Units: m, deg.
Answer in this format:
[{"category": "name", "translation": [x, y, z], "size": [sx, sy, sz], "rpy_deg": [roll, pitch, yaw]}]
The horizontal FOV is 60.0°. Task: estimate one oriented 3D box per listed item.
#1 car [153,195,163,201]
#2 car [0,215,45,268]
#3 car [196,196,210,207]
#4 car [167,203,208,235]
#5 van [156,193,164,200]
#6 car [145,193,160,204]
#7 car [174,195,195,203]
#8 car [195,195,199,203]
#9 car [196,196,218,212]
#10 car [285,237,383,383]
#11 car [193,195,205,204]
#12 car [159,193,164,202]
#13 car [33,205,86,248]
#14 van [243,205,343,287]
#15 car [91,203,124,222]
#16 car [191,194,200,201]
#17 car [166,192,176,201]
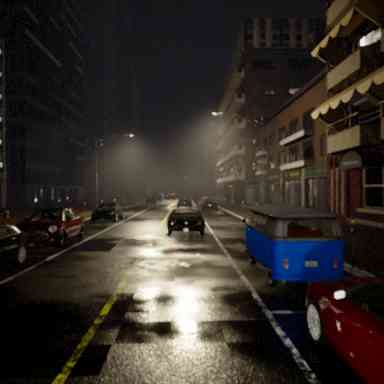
[{"category": "car", "translation": [-7.541, 1.307, 74.991], "size": [1.947, 1.339, 4.313], "rpy_deg": [0, 0, -1]}, {"category": "car", "translation": [-5.886, 1.534, 8.737], "size": [2.008, 1.369, 4.403], "rpy_deg": [0, 0, -1]}, {"category": "car", "translation": [1.521, 1.322, 47.764], "size": [1.752, 1.417, 4.829], "rpy_deg": [0, 0, -1]}, {"category": "car", "translation": [-0.338, 1.521, 18.235], "size": [1.895, 1.301, 4.718], "rpy_deg": [0, 0, -1]}, {"category": "van", "translation": [-7.681, 1.066, 80.511], "size": [1.690, 1.788, 3.998], "rpy_deg": [0, 0, -1]}, {"category": "car", "translation": [-7.127, 1.359, 58.428], "size": [1.947, 1.339, 4.313], "rpy_deg": [0, 0, -1]}, {"category": "car", "translation": [-0.986, 1.381, 44.583], "size": [1.994, 1.385, 4.181], "rpy_deg": [0, 0, -1]}, {"category": "car", "translation": [1.660, 1.341, 42.242], "size": [1.752, 1.417, 4.829], "rpy_deg": [0, 0, -1]}, {"category": "car", "translation": [1.803, 1.402, 36.552], "size": [1.947, 1.339, 4.313], "rpy_deg": [0, 0, -1]}, {"category": "car", "translation": [2.630, 1.519, 3.424], "size": [1.887, 1.381, 4.507], "rpy_deg": [0, 0, -1]}, {"category": "car", "translation": [1.250, 1.304, 58.636], "size": [1.887, 1.381, 4.507], "rpy_deg": [0, 0, -1]}, {"category": "car", "translation": [-7.405, 1.073, 69.469], "size": [2.192, 1.841, 5.009], "rpy_deg": [0, 0, -1]}, {"category": "car", "translation": [-6.025, 1.400, 14.258], "size": [1.967, 1.590, 4.097], "rpy_deg": [0, 0, -1]}, {"category": "van", "translation": [2.491, 1.291, 8.944], "size": [1.690, 1.788, 3.998], "rpy_deg": [0, 0, -1]}, {"category": "car", "translation": [-6.299, 1.478, 25.301], "size": [1.947, 1.339, 4.313], "rpy_deg": [0, 0, -1]}, {"category": "car", "translation": [0.836, 1.252, 75.199], "size": [1.887, 1.381, 4.507], "rpy_deg": [0, 0, -1]}, {"category": "car", "translation": [-4.905, 0.944, 77.293], "size": [2.150, 2.045, 5.566], "rpy_deg": [0, 0, -1]}]
